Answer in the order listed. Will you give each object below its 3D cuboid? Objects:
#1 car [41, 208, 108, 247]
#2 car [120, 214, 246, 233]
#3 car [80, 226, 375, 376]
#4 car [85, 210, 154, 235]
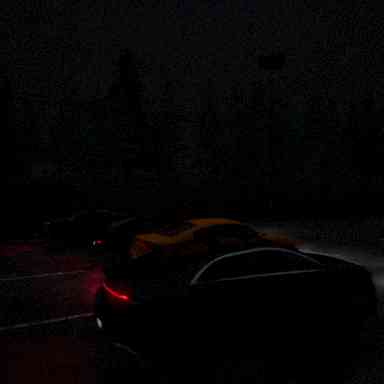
[{"bbox_3d":[-3.998,1.481,14.763,4.902,1.511,2.128,0,0,-28],"label":"car"},{"bbox_3d":[0.766,1.480,9.369,5.008,1.535,1.882,0,0,-28],"label":"car"},{"bbox_3d":[0.924,1.494,5.488,4.902,1.511,2.128,0,0,-28],"label":"car"},{"bbox_3d":[-1.260,1.523,12.270,4.674,1.442,1.812,0,0,-28],"label":"car"}]
